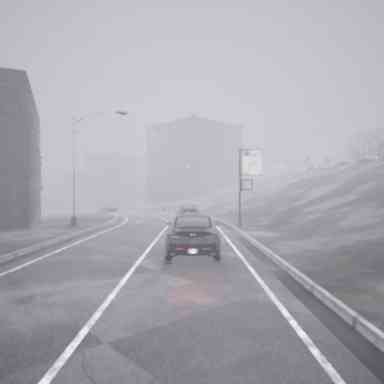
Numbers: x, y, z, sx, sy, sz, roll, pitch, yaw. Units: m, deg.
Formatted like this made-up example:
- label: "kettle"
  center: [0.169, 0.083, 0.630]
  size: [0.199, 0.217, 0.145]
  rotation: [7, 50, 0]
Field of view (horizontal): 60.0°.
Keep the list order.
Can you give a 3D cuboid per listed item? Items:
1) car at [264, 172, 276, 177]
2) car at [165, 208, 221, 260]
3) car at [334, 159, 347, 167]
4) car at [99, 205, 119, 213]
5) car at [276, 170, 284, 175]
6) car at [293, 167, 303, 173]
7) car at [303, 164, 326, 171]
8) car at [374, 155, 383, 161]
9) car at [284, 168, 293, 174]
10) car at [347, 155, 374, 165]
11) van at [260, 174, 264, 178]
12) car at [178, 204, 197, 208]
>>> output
- label: "car"
  center: [20.903, -4.171, 85.347]
  size: [2.231, 1.521, 4.892]
  rotation: [0, 0, -1]
- label: "car"
  center: [0.047, 1.564, 12.591]
  size: [1.837, 1.490, 4.892]
  rotation: [0, 0, 0]
- label: "car"
  center: [21.739, -3.876, 46.708]
  size: [2.231, 1.521, 4.892]
  rotation: [0, 0, -1]
- label: "car"
  center: [-13.421, 2.775, 53.653]
  size: [1.895, 1.301, 4.718]
  rotation: [-1, -2, -33]
- label: "car"
  center: [21.142, -4.227, 74.332]
  size: [2.185, 1.767, 4.553]
  rotation: [0, 0, -1]
- label: "car"
  center: [21.384, -3.974, 63.139]
  size: [2.002, 1.452, 4.674]
  rotation: [0, 0, -1]
- label: "car"
  center: [21.503, -4.095, 57.646]
  size: [2.185, 1.767, 4.553]
  rotation: [0, 0, -1]
- label: "car"
  center: [22.099, -3.700, 35.648]
  size: [2.002, 1.452, 4.674]
  rotation: [0, 1, -2]
- label: "car"
  center: [21.262, -4.186, 68.813]
  size: [2.185, 1.767, 4.553]
  rotation: [0, 0, -1]
- label: "car"
  center: [21.867, -3.817, 41.190]
  size: [2.231, 1.521, 4.892]
  rotation: [0, 1, -1]
- label: "van"
  center: [20.787, -4.426, 90.742]
  size: [1.878, 1.987, 4.442]
  rotation: [0, 0, -1]
- label: "car"
  center: [-0.426, 1.762, 27.665]
  size: [1.837, 1.490, 4.892]
  rotation: [0, -1, -6]
